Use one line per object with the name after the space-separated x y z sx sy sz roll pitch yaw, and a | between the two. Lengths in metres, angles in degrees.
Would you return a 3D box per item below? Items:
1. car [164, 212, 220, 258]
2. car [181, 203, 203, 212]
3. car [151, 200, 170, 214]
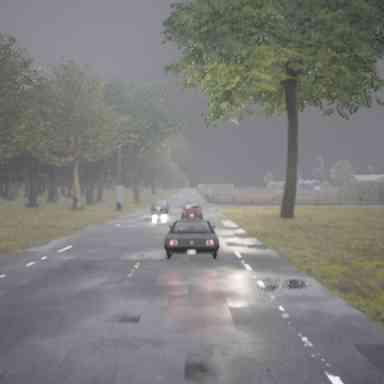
0.006 1.713 13.247 1.895 1.301 4.718 0 0 0 | car
-0.001 1.677 28.863 1.812 1.442 4.674 0 0 1 | car
-3.559 1.622 37.855 2.128 1.511 4.902 0 0 0 | car
